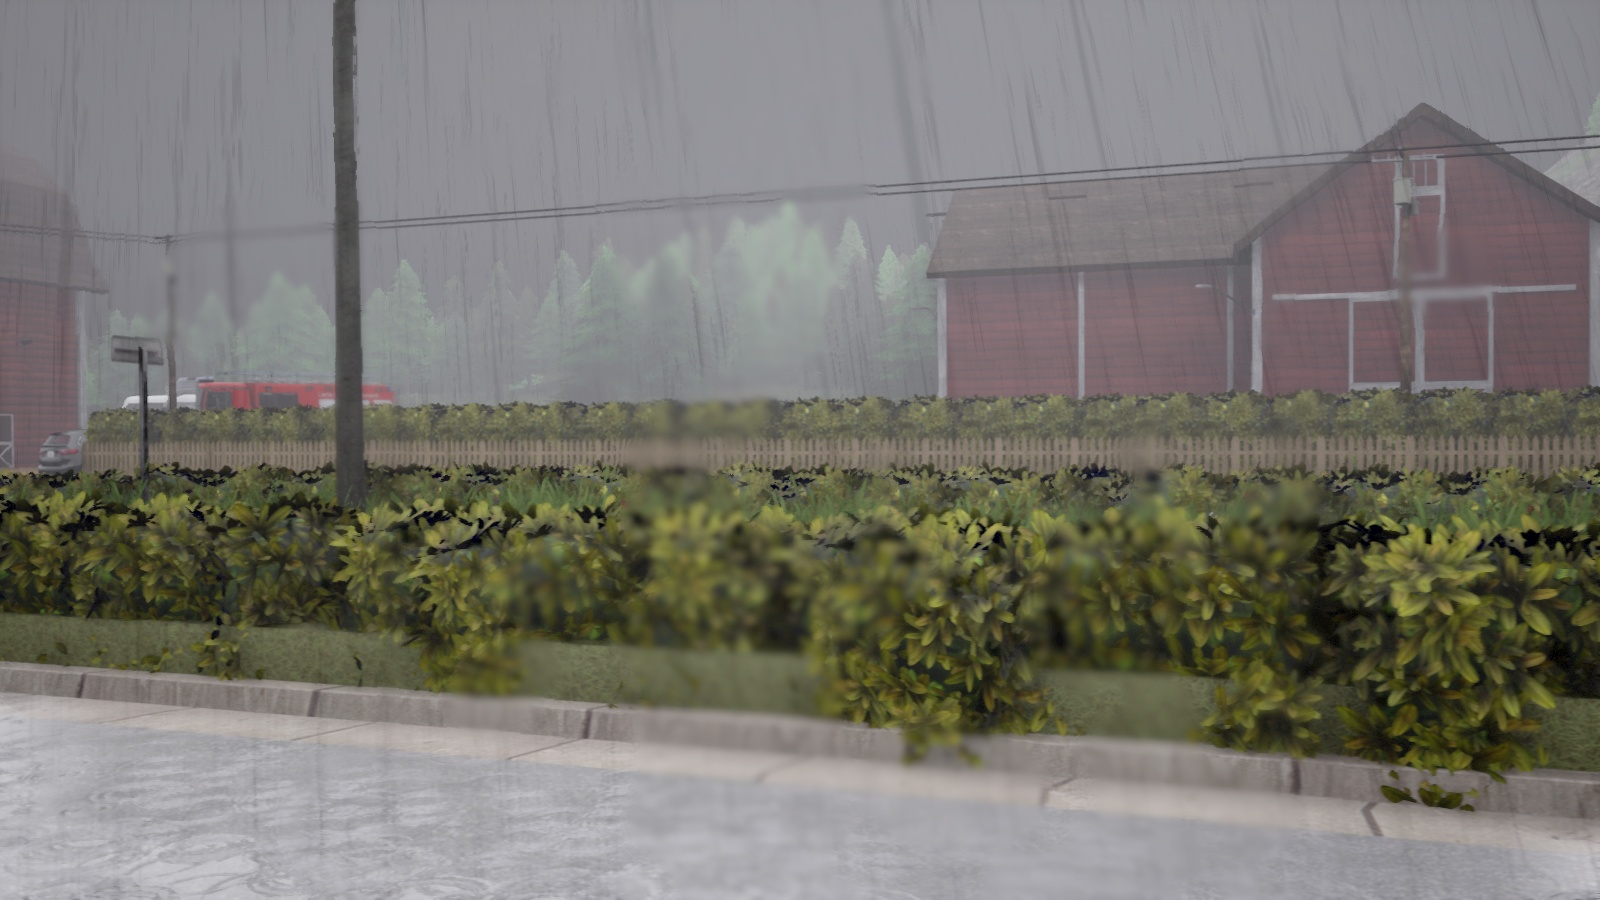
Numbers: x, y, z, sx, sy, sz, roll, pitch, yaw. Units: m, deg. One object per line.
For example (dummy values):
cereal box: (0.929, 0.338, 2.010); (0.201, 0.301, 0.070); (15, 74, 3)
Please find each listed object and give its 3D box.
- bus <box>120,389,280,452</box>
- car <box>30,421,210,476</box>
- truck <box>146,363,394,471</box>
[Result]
bus: (-42.049, -2.047, 88.055); (10.273, 4.253, 3.944); (0, 1, 19)
car: (-22.074, -0.083, 40.945); (2.242, 1.667, 4.611); (0, 1, 34)
truck: (-20.194, -1.226, 48.436); (2.891, 3.827, 8.468); (1, 1, 38)
